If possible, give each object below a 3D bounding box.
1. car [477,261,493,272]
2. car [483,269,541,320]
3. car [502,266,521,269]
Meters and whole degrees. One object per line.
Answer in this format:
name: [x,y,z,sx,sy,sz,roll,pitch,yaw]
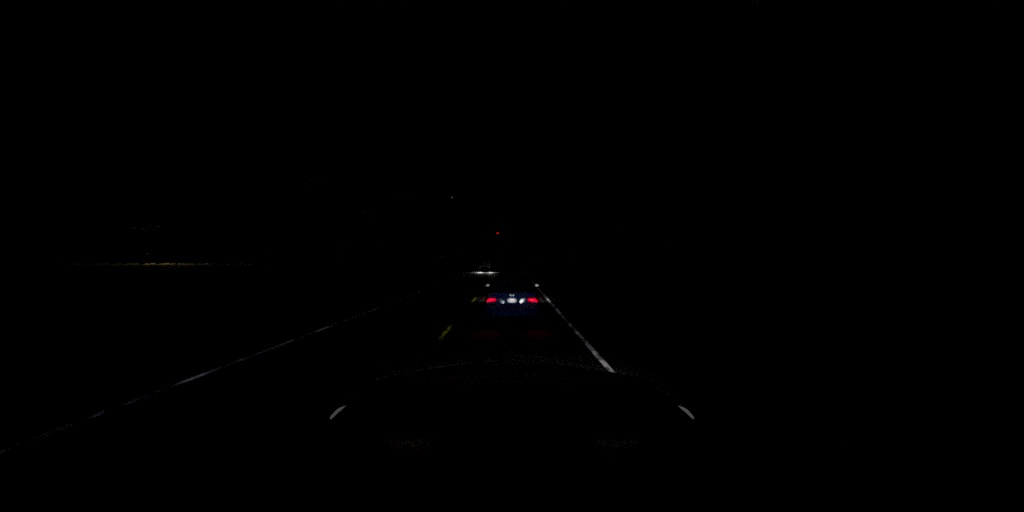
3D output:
car: [-3.739,1.485,50.835,1.812,1.442,4.674,0,0,0]
car: [0.012,1.350,12.914,2.033,1.411,5.357,0,0,0]
car: [-0.029,1.479,30.161,1.895,1.301,4.718,0,0,0]
